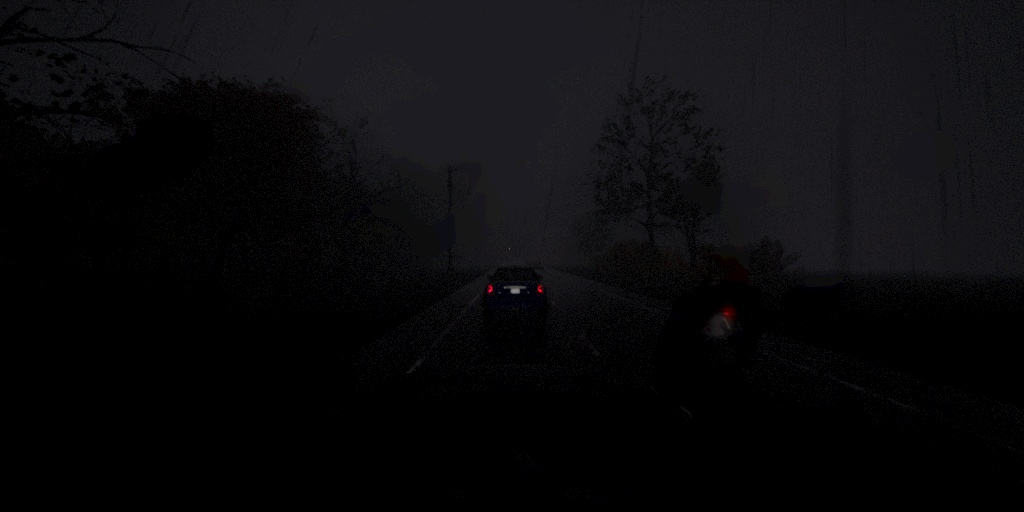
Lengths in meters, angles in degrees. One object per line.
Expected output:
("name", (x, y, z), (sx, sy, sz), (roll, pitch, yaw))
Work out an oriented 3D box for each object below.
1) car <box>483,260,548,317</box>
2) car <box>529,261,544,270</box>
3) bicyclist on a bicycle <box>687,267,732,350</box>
("car", (0.107, 1.126, 13.412), (2.097, 1.767, 4.553), (0, 0, 0))
("car", (3.644, 1.426, 54.878), (1.994, 1.385, 4.181), (0, 0, 0))
("bicyclist on a bicycle", (4.469, 1.137, 8.235), (0.659, 1.776, 1.843), (0, 0, 0))
